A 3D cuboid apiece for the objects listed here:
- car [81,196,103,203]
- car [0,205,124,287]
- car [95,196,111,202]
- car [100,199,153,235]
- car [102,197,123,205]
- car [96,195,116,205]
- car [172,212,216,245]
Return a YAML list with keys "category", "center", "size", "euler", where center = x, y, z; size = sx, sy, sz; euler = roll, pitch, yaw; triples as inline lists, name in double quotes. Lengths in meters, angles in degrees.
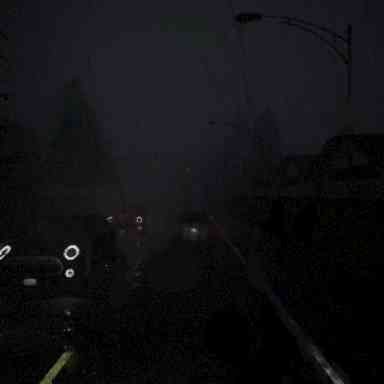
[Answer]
- category: "car"
  center: [-24.006, 1.833, 79.864]
  size: [4.514, 1.523, 2.007]
  euler: [0, 0, 0]
- category: "car"
  center: [-3.586, 1.418, 9.623]
  size: [2.097, 1.767, 4.553]
  euler: [0, 0, 0]
- category: "car"
  center: [-24.021, 1.920, 89.856]
  size: [3.633, 1.501, 1.845]
  euler: [0, 0, 0]
- category: "car"
  center: [-3.579, 1.484, 19.543]
  size: [2.097, 1.767, 4.553]
  euler: [0, 0, 0]
- category: "car"
  center: [-16.168, 1.812, 67.490]
  size: [3.806, 1.475, 1.970]
  euler: [0, 0, 0]
- category: "car"
  center: [-16.760, 1.506, 64.163]
  size: [3.866, 1.878, 1.905]
  euler: [0, 0, 0]
- category: "car"
  center: [0.104, 1.672, 16.188]
  size: [1.994, 1.385, 4.181]
  euler: [0, 0, 0]
